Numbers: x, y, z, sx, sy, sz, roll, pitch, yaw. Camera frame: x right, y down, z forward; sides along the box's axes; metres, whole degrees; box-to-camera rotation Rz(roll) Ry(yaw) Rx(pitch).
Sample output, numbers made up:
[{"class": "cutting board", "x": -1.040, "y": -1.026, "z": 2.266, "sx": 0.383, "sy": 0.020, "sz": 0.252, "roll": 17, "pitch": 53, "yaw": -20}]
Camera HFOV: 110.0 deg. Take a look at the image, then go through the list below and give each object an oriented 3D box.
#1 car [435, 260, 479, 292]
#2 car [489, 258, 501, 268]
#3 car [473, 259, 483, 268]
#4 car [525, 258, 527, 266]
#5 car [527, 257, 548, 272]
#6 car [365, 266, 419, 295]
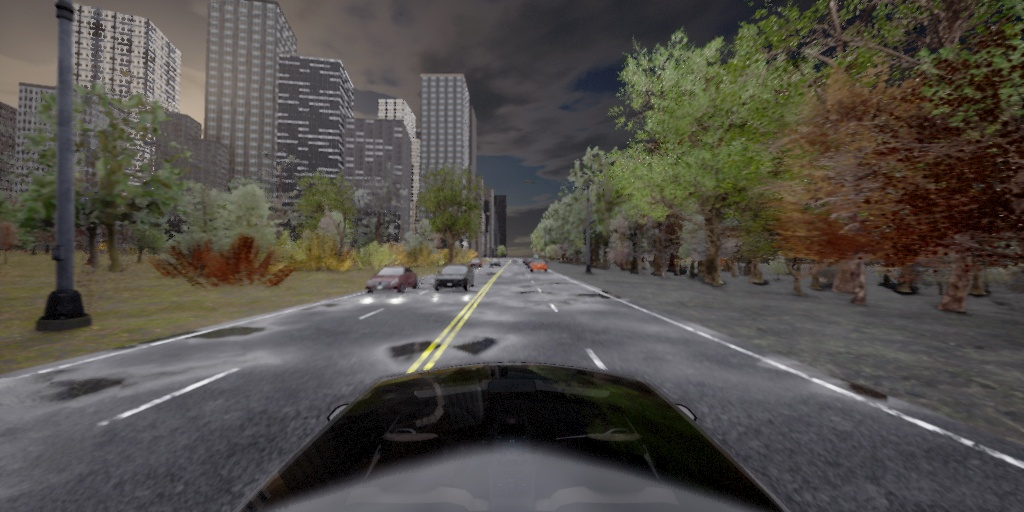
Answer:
[{"class": "car", "x": -3.353, "y": 1.245, "z": 21.735, "sx": 1.882, "sy": 1.535, "sz": 5.008, "roll": 0, "pitch": 0, "yaw": 0}, {"class": "car", "x": -2.968, "y": 1.226, "z": 64.193, "sx": 1.882, "sy": 1.535, "sz": 5.008, "roll": -4, "pitch": 1, "yaw": 1}, {"class": "car", "x": -6.217, "y": 1.273, "z": 62.775, "sx": 1.882, "sy": 1.535, "sz": 5.008, "roll": 0, "pitch": 0, "yaw": 1}, {"class": "car", "x": 3.483, "y": 1.333, "z": 57.085, "sx": 1.994, "sy": 1.385, "sz": 4.181, "roll": -1, "pitch": 0, "yaw": 1}, {"class": "car", "x": 3.371, "y": 1.112, "z": 46.051, "sx": 2.097, "sy": 1.767, "sz": 4.553, "roll": -1, "pitch": 0, "yaw": 1}, {"class": "car", "x": -6.580, "y": 1.294, "z": 20.203, "sx": 1.812, "sy": 1.442, "sz": 4.674, "roll": 0, "pitch": 0, "yaw": 0}]
